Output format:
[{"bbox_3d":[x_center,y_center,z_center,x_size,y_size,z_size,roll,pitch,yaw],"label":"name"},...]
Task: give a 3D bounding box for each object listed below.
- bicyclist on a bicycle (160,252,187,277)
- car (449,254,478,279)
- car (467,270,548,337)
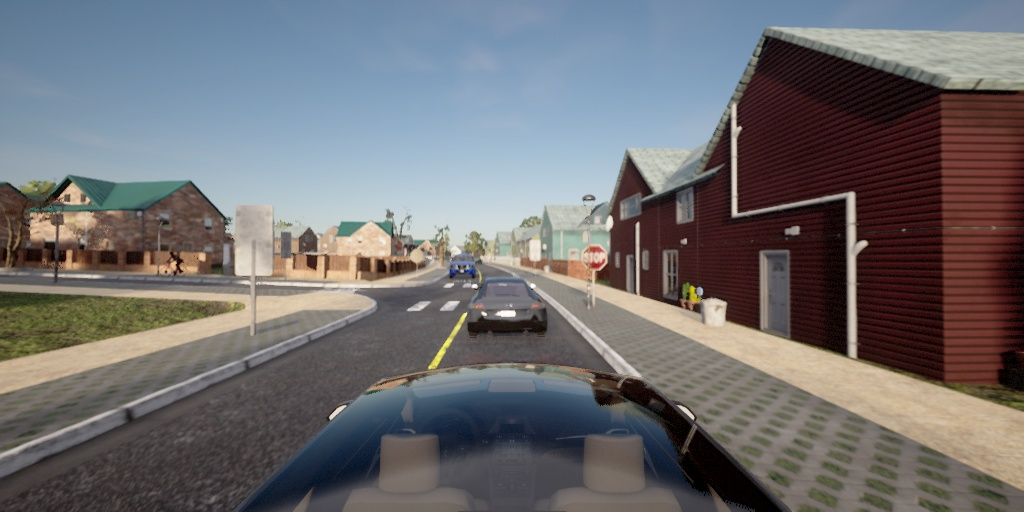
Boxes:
[{"bbox_3d":[-21.882,0.544,23.219,0.582,1.620,1.656,1,0,8],"label":"bicyclist on a bicycle"},{"bbox_3d":[-4.285,0.845,31.596,2.150,2.045,5.566,0,0,-5],"label":"car"},{"bbox_3d":[-0.211,1.279,10.190,1.994,1.385,4.181,0,0,-3],"label":"car"}]
